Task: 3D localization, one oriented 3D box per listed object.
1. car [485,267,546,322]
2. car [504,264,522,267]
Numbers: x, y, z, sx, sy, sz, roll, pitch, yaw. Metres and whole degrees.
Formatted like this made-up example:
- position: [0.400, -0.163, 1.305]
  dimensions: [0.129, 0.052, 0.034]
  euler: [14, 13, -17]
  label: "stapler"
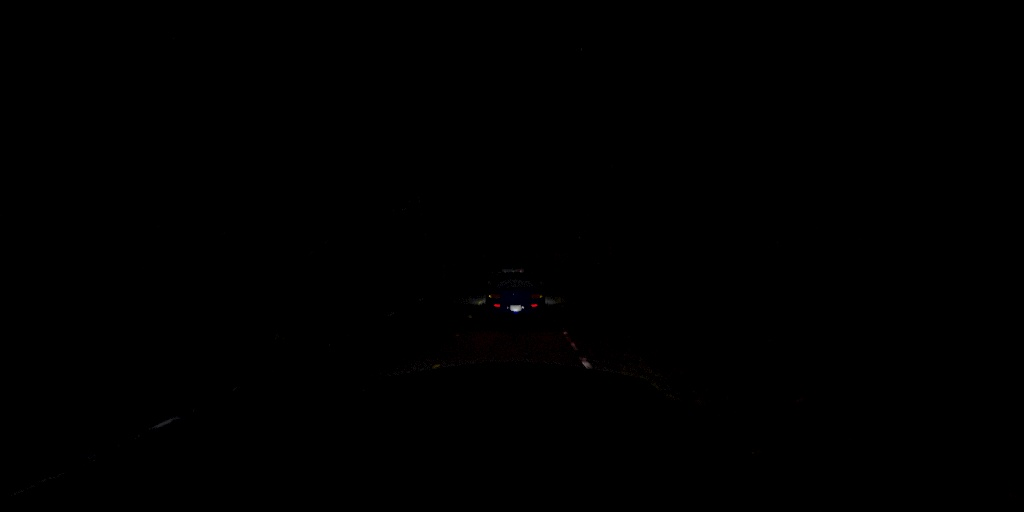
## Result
- position: [0.102, 1.268, 12.184]
  dimensions: [1.812, 1.442, 4.674]
  euler: [0, 0, 0]
  label: "car"
- position: [0.060, 1.318, 31.887]
  dimensions: [1.895, 1.301, 4.718]
  euler: [0, 0, 0]
  label: "car"
